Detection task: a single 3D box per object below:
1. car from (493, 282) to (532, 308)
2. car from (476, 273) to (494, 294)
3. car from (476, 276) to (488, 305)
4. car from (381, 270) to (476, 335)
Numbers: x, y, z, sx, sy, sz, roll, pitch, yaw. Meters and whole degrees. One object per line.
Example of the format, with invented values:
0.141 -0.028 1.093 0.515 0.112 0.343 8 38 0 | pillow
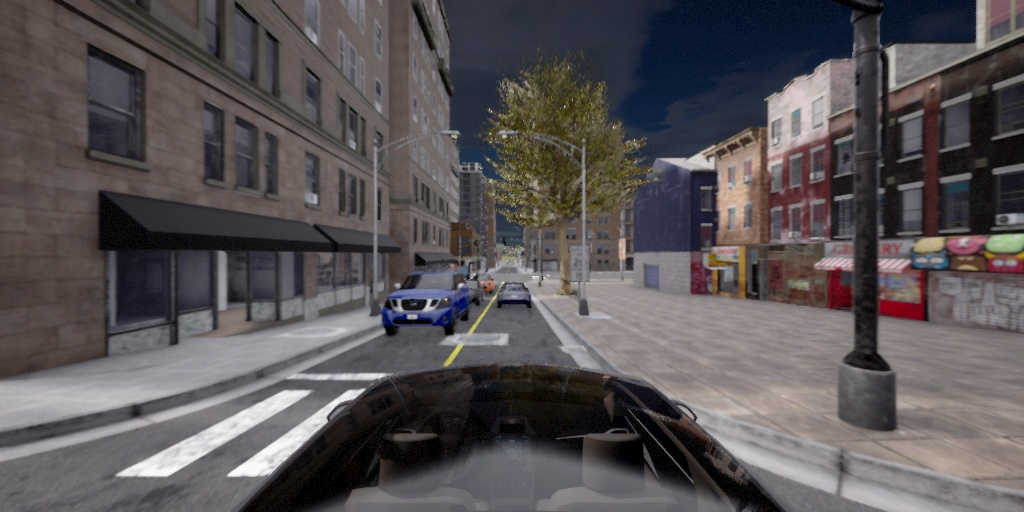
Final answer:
0.135 2.246 21.480 1.994 1.385 4.181 0 -2 0 | car
-2.717 2.428 32.546 2.097 1.767 4.553 0 -2 0 | car
-2.774 2.239 22.680 1.837 1.490 4.892 0 -2 0 | car
-2.833 1.535 13.111 2.150 2.045 5.566 0 -3 1 | car
